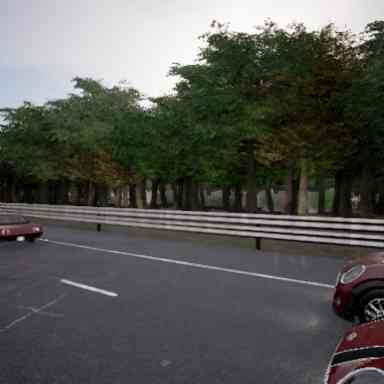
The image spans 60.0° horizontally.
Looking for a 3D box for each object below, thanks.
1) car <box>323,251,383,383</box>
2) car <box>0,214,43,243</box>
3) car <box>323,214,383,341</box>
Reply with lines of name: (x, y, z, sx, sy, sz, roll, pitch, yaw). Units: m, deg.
car: (3.113, 1.354, 1.821, 4.553, 1.767, 2.097, 0, 0, 35)
car: (-8.777, 1.621, 15.010, 4.718, 1.301, 1.895, 0, 0, 38)
car: (4.633, 1.358, 5.035, 4.553, 1.767, 2.097, 0, 0, 35)
